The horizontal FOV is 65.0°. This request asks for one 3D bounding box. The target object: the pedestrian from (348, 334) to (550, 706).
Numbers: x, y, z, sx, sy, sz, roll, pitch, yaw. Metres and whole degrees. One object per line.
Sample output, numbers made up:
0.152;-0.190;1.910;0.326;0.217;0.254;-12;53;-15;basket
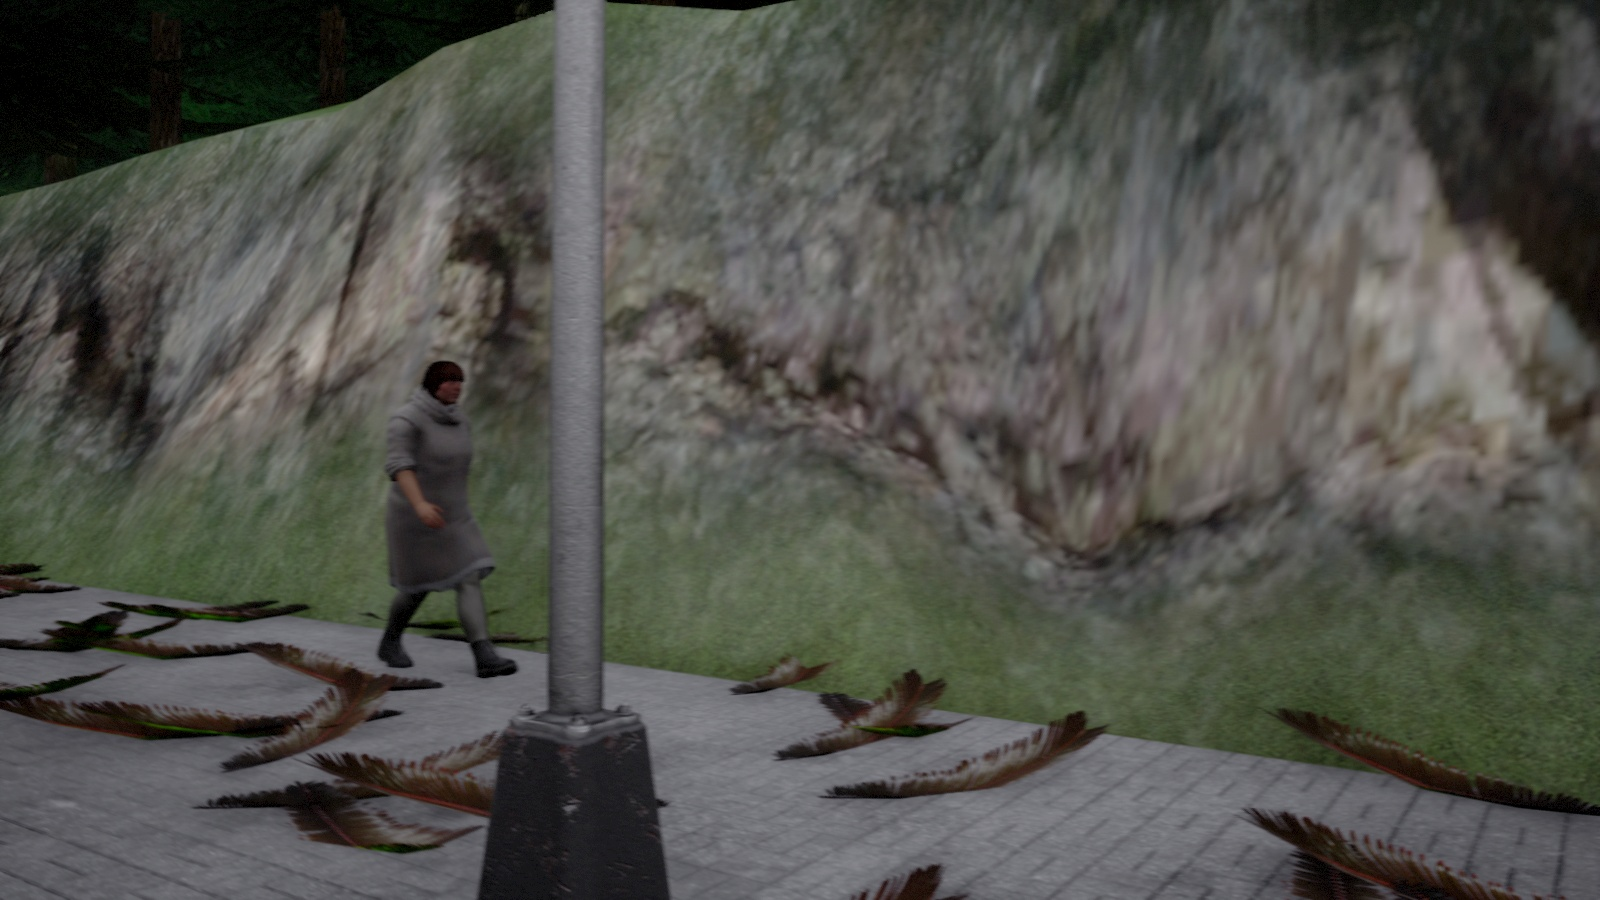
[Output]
-1.978;0.362;7.090;0.873;1.952;0.659;0;1;33;pedestrian
